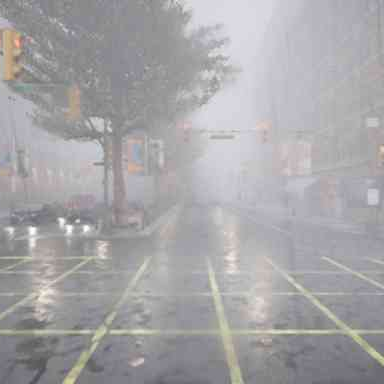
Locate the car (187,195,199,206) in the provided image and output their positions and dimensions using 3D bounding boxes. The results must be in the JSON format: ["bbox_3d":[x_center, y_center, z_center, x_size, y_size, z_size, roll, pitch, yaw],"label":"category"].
[{"bbox_3d":[0.143,1.614,55.469,2.033,1.411,5.357,0,0,0],"label":"car"}]

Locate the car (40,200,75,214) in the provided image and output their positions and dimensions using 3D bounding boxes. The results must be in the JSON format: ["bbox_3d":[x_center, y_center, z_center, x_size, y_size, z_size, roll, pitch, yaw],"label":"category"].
[{"bbox_3d":[-14.655,1.641,36.521,1.895,1.301,4.718,0,0,0],"label":"car"}]

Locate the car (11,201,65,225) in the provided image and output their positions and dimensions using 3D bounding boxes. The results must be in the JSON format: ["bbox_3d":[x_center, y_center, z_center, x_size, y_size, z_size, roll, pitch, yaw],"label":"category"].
[{"bbox_3d":[-11.524,1.557,24.806,1.812,1.442,4.674,0,0,0],"label":"car"}]

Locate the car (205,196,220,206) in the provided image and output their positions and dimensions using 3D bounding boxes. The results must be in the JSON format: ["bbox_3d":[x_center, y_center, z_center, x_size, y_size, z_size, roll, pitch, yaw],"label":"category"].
[{"bbox_3d":[3.646,1.668,56.638,1.895,1.301,4.718,0,0,0],"label":"car"}]

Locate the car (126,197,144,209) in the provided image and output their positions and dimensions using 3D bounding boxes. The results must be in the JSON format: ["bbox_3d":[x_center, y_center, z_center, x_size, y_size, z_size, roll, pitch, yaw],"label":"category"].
[{"bbox_3d":[-7.881,1.604,46.053,2.033,1.411,5.357,0,0,0],"label":"car"}]

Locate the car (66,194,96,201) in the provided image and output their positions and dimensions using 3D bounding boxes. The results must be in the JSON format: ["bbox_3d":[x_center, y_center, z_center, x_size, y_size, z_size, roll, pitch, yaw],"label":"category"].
[{"bbox_3d":[-11.449,1.264,34.219,2.150,2.045,5.566,0,0,1],"label":"car"}]

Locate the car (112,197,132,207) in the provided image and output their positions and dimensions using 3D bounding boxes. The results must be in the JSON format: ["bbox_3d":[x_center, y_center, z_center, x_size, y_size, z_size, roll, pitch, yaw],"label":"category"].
[{"bbox_3d":[-11.360,1.558,54.336,2.128,1.511,4.902,0,0,0],"label":"car"}]

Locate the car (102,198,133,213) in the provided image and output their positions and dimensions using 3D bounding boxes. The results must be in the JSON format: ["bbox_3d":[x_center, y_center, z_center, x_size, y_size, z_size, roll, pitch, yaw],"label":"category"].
[{"bbox_3d":[-7.938,1.608,35.432,1.994,1.385,4.181,0,0,1],"label":"car"}]

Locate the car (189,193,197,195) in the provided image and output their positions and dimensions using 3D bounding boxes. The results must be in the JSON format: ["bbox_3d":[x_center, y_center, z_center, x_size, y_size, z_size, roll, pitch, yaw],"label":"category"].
[{"bbox_3d":[0.169,1.299,65.711,2.150,2.045,5.566,0,0,0],"label":"car"}]

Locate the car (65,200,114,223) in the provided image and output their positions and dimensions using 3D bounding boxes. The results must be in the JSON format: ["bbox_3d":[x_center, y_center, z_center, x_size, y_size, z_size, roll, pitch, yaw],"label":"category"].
[{"bbox_3d":[-8.020,1.580,26.196,2.033,1.411,5.357,0,0,0],"label":"car"}]

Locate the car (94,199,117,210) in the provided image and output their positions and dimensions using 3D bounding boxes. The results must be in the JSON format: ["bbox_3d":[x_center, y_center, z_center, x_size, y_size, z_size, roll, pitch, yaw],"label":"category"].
[{"bbox_3d":[-11.386,1.619,44.102,1.994,1.385,4.181,0,0,0],"label":"car"}]

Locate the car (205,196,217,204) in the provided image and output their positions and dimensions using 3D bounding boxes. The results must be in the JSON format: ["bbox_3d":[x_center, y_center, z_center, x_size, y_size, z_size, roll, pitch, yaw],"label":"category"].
[{"bbox_3d":[3.669,1.571,65.671,2.128,1.511,4.902,0,0,0],"label":"car"}]
